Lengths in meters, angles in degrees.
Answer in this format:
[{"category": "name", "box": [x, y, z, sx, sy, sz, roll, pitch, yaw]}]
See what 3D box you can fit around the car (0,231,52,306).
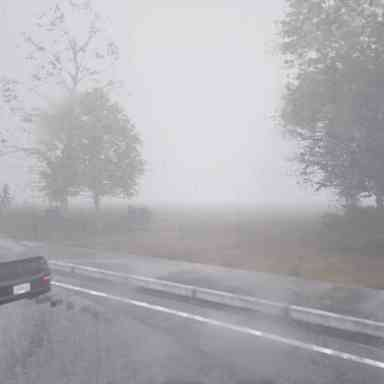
[{"category": "car", "box": [-4.912, 1.522, 7.060, 4.674, 1.442, 1.812, 0, 0, 33]}]
